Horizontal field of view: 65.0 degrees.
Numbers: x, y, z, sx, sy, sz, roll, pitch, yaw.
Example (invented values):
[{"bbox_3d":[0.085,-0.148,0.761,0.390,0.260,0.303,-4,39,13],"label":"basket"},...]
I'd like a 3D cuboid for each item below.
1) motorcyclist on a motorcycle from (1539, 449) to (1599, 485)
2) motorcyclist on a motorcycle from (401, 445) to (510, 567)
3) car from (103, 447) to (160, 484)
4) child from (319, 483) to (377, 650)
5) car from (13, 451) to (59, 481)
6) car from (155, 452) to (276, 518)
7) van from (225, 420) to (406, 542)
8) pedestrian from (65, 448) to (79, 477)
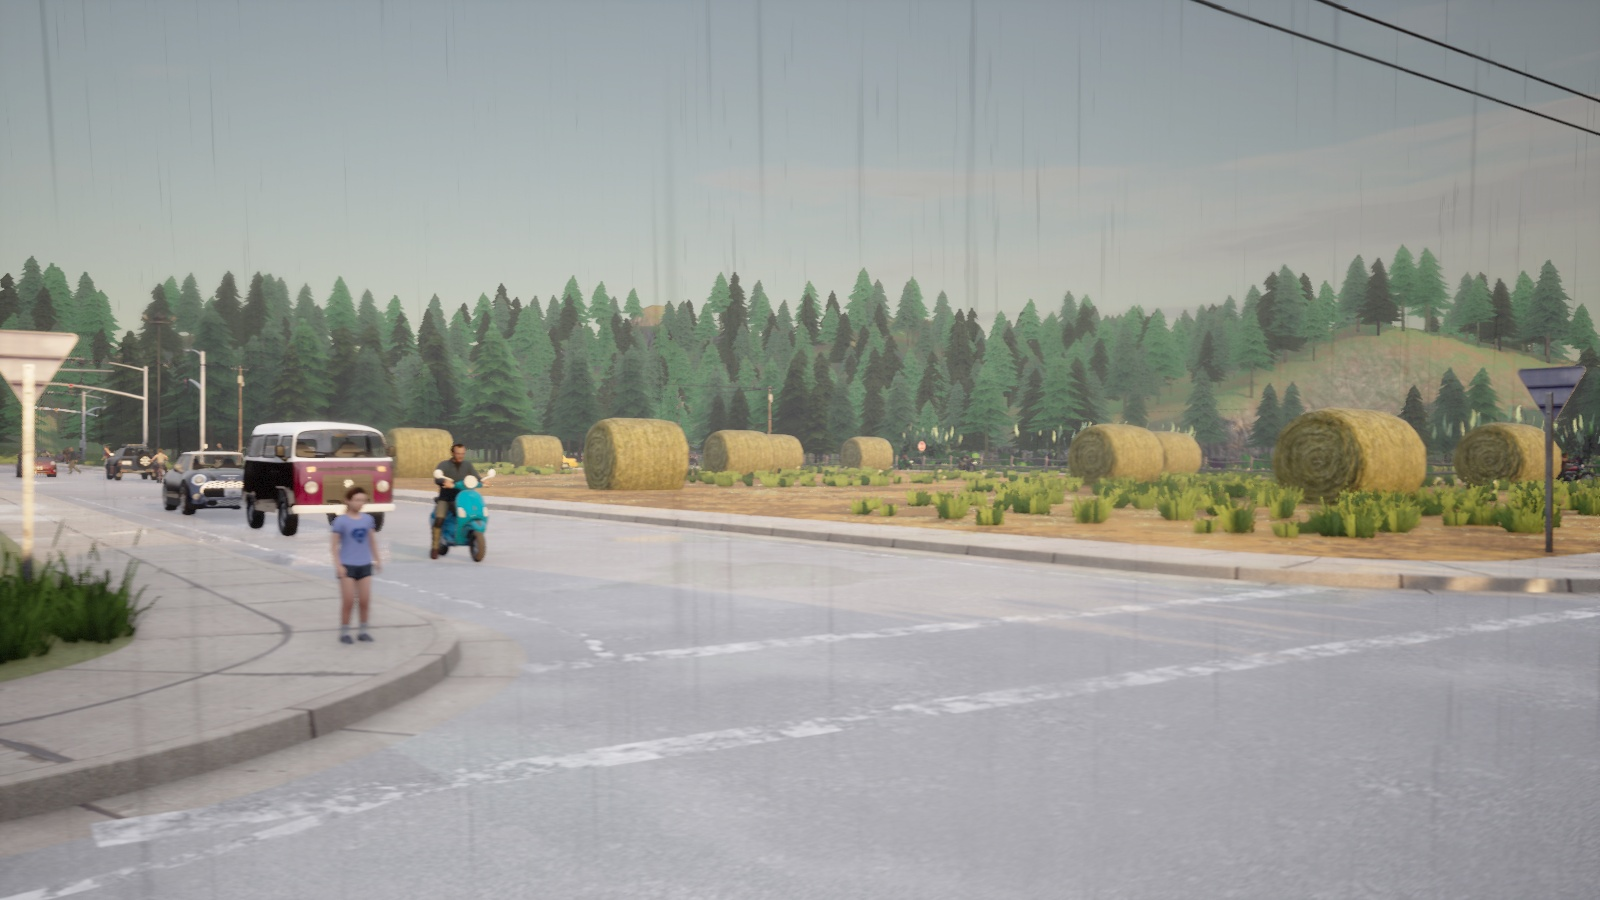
[{"bbox_3d":[35.867,0.770,58.518,0.766,1.649,2.350,0,0,-32],"label":"motorcyclist on a motorcycle"},{"bbox_3d":[-4.752,0.728,17.266,0.866,1.590,1.817,0,0,-36],"label":"motorcyclist on a motorcycle"},{"bbox_3d":[-34.337,0.774,64.431,1.932,1.855,4.605,0,0,-36],"label":"car"},{"bbox_3d":[-3.119,0.790,8.661,0.255,1.110,0.394,0,0,-41],"label":"child"},{"bbox_3d":[-42.393,0.865,69.644,1.851,1.617,3.988,0,0,-36],"label":"car"},{"bbox_3d":[-14.219,0.793,30.439,1.970,1.475,3.806,0,0,-36],"label":"car"},{"bbox_3d":[-9.061,0.522,23.262,2.069,2.038,4.480,0,0,-36],"label":"van"},{"bbox_3d":[-46.647,0.825,80.423,0.726,1.842,0.402,0,0,-39],"label":"pedestrian"}]
